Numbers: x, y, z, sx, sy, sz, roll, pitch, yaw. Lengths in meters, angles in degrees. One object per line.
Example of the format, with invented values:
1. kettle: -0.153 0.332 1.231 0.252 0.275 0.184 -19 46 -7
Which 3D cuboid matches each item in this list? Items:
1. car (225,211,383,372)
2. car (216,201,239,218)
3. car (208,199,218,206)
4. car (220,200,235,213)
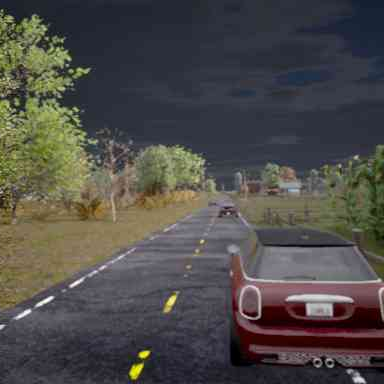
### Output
1. car: 1.709 1.393 5.945 2.097 1.767 4.553 -1 -1 6
2. car: 3.729 1.818 34.078 1.837 1.490 4.892 -1 -1 6
3. car: 4.461 2.199 69.307 1.994 1.385 4.181 -1 -1 6
4. car: 4.730 1.903 44.056 1.837 1.490 4.892 -1 0 6
